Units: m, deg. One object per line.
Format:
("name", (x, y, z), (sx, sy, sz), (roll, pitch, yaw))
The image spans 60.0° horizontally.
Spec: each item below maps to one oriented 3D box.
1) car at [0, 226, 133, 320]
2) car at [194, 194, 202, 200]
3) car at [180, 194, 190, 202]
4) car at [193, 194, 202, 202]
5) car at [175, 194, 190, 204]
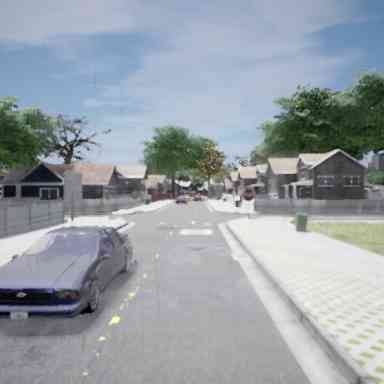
("car", (-2.669, 1.539, 7.849), (2.033, 1.411, 5.357), (0, 0, 1))
("car", (1.429, 1.242, 82.598), (1.895, 1.301, 4.718), (0, 0, 1))
("car", (-1.505, 1.237, 72.581), (1.882, 1.535, 5.008), (0, 0, 1))
("car", (1.238, 1.315, 72.146), (2.033, 1.411, 5.357), (0, 0, 1))
("car", (-1.827, 1.376, 57.072), (2.033, 1.411, 5.357), (0, 0, 2))
